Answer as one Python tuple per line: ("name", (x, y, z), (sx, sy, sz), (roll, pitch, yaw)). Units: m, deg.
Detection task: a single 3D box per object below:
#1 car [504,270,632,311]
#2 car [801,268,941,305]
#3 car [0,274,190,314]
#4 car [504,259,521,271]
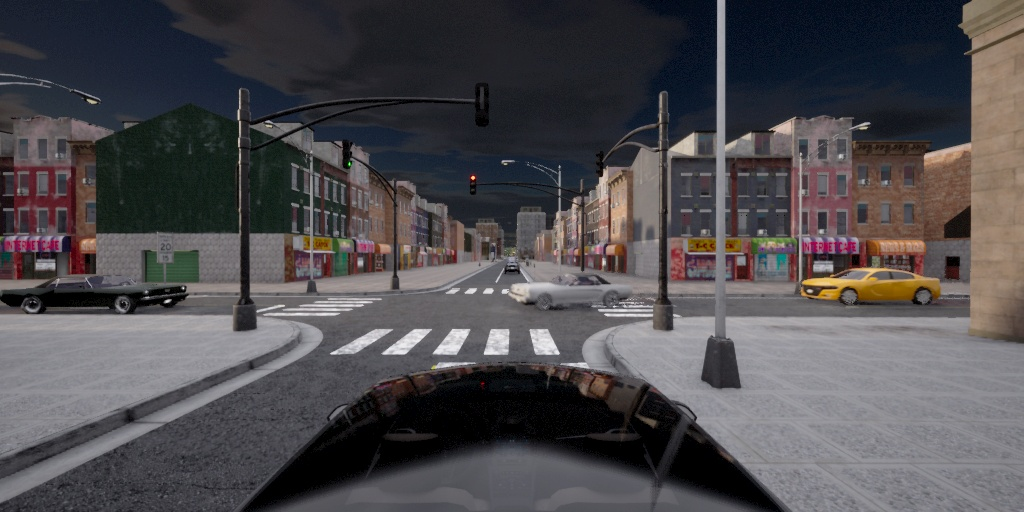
("car", (2.301, 1.360, 14.369), (4.718, 1.301, 1.895), (0, 0, -20))
("car", (15.665, 1.274, 15.820), (5.008, 1.535, 1.882), (0, 0, 0))
("car", (-14.635, 1.312, 12.851), (4.718, 1.301, 1.895), (0, 0, -3))
("car", (0.022, 1.313, 40.639), (1.948, 1.339, 4.313), (0, 0, 0))
